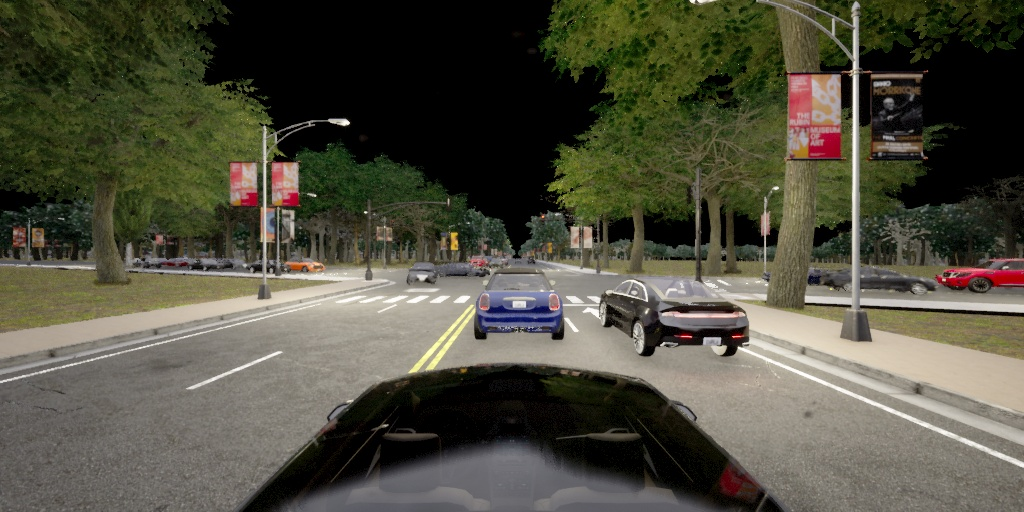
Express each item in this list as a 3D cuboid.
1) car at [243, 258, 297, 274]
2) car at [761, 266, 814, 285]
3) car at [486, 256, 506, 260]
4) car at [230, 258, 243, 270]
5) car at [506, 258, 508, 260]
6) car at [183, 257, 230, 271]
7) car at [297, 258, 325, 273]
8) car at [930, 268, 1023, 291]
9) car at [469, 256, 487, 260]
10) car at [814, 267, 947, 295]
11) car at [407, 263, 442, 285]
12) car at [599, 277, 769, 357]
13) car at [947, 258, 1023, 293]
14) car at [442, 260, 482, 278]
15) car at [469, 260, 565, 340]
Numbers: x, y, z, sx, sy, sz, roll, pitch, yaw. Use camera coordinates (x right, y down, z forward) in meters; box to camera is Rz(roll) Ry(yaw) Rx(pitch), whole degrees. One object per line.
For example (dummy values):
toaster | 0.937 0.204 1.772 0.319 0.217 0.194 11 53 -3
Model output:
car | -25.920 1.102 38.368 5.008 1.535 1.882 0 0 22
car | 20.393 1.478 25.058 4.718 1.301 1.895 0 0 24
car | -2.401 1.108 55.881 2.097 1.767 4.553 0 0 1
car | -35.964 1.054 46.427 4.902 1.511 2.128 0 0 24
car | -2.210 1.359 64.872 1.895 1.301 4.718 0 0 1
car | -36.880 1.044 43.271 5.008 1.535 1.882 1 0 24
car | -23.634 0.982 40.914 4.553 1.767 2.097 0 0 24
car | 31.481 1.537 23.674 4.718 1.301 1.895 0 0 24
car | -5.630 0.978 57.948 2.150 2.045 5.566 0 0 1
car | 21.187 1.395 20.927 4.892 1.490 1.837 0 0 24
car | -6.363 1.240 25.780 2.128 1.511 4.902 1 0 -12
car | 3.428 1.241 8.548 2.128 1.511 4.902 0 0 0
car | 29.307 1.153 21.077 5.566 2.045 2.150 0 0 25
car | -4.613 1.282 32.429 5.357 1.411 2.033 0 0 24
car | 0.191 1.102 10.136 2.097 1.767 4.553 0 0 1
